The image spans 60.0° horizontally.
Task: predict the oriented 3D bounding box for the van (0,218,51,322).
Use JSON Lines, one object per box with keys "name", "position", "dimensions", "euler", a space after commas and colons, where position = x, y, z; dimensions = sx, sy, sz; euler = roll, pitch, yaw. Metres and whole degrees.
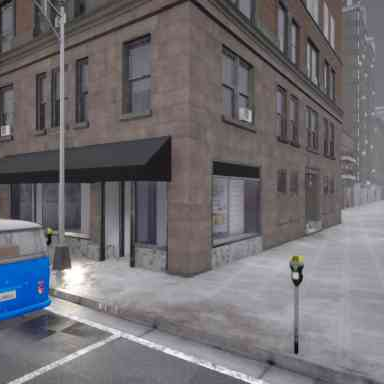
{"name": "van", "position": [-4.313, 1.340, 6.099], "dimensions": [3.998, 1.788, 1.690], "euler": [0, 0, 35]}
